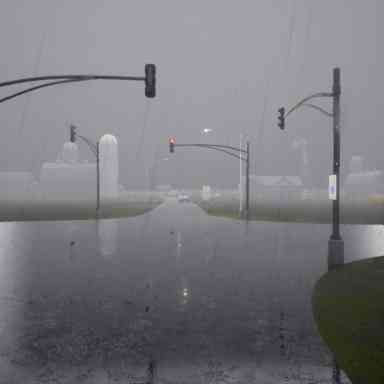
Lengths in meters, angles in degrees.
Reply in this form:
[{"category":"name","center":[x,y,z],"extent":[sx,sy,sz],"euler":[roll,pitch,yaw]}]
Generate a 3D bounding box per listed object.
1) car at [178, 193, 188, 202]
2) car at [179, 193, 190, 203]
[{"category":"car","center":[-2.091,1.185,79.909],"extent":[2.150,2.045,5.566],"euler":[0,0,-4]},{"category":"car","center":[-1.508,1.549,69.874],"extent":[1.812,1.442,4.674],"euler":[0,0,-3]}]
